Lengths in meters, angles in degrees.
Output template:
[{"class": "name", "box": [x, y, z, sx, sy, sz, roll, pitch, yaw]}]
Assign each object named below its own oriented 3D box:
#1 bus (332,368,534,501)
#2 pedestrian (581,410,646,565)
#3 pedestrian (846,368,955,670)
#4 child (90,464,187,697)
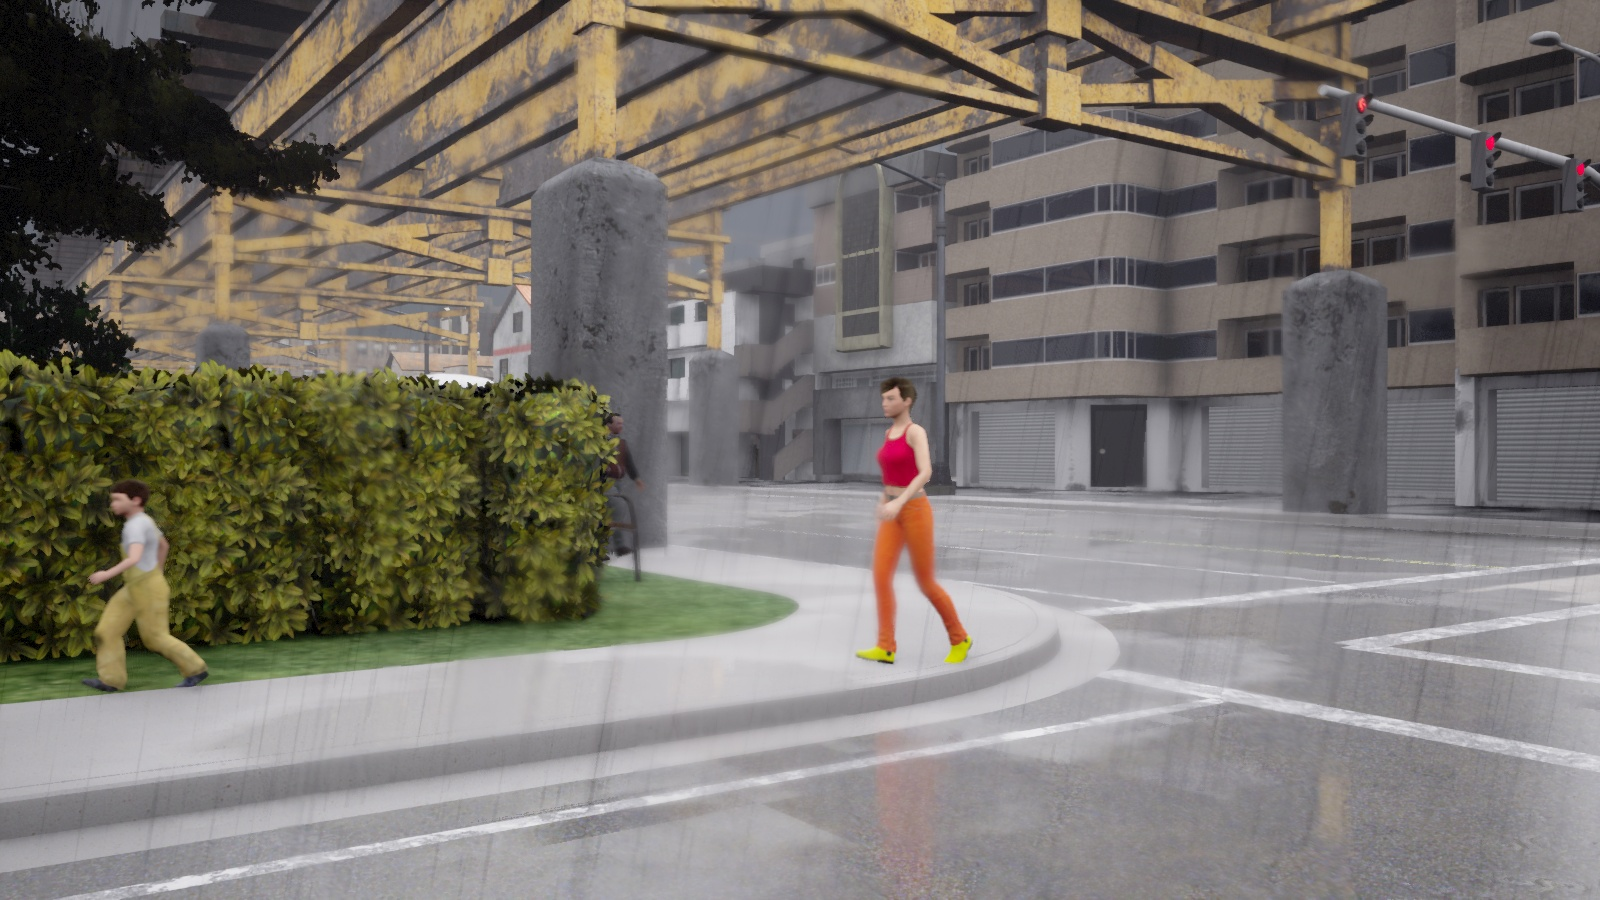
[{"class": "bus", "box": [-13.563, -0.491, 45.565, 3.944, 4.253, 10.273, 0, 0, -35]}, {"class": "pedestrian", "box": [-2.288, 0.451, 15.407, 0.720, 1.854, 0.376, 0, 0, 35]}, {"class": "pedestrian", "box": [0.636, 0.418, 7.938, 0.594, 1.836, 0.345, 0, 0, -30]}, {"class": "child", "box": [-3.725, 0.715, 7.078, 0.437, 1.263, 0.270, 0, 0, -40]}]
